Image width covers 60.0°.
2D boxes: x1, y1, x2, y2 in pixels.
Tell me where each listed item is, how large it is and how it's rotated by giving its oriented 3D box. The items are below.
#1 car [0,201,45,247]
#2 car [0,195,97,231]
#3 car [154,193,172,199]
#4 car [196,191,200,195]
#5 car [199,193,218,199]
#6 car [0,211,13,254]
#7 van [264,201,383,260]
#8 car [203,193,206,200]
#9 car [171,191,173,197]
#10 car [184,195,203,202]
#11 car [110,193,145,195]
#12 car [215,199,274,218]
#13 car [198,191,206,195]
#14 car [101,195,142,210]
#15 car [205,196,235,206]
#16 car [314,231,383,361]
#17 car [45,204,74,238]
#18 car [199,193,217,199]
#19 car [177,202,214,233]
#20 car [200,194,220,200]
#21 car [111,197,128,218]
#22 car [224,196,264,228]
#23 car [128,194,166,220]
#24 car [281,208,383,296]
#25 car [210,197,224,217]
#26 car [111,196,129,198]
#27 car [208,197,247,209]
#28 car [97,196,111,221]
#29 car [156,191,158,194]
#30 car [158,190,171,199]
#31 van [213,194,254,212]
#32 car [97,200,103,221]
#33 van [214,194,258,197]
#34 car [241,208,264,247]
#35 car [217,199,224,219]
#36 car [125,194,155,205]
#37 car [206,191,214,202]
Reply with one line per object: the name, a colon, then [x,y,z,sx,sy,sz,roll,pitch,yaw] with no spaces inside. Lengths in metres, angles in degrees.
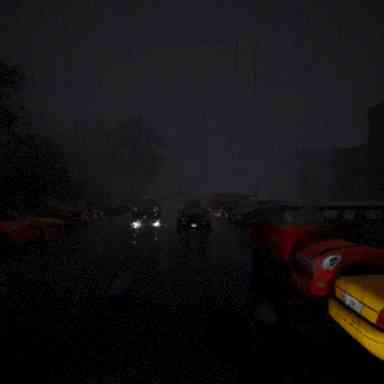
car: [-8.508,1.347,12.808,4.553,1.767,2.185,0,0,0]
car: [-8.512,1.215,18.380,5.566,2.045,2.435,0,0,0]
car: [-8.154,1.118,94.592,4.792,1.488,2.163,0,0,0]
car: [4.186,1.118,86.250,5.366,1.575,1.946,0,0,0]
car: [4.384,1.110,89.076,5.008,1.535,2.097,0,0,0]
car: [-8.534,1.475,10.024,5.008,1.535,2.097,0,0,0]
van: [4.657,1.250,9.983,4.442,1.987,1.878,0,0,0]
car: [4.725,1.401,51.796,5.366,1.575,1.946,0,0,0]
car: [-8.203,1.121,86.121,5.008,1.535,2.097,0,0,0]
car: [0.100,1.451,40.656,1.837,1.490,4.892,0,0,0]
car: [-8.568,1.181,37.748,5.566,2.045,2.435,0,0,0]
car: [4.546,1.450,29.530,4.892,1.521,2.231,0,0,0]
car: [4.320,1.185,77.771,4.792,1.488,2.163,0,0,0]
car: [-8.509,1.301,40.658,4.553,1.767,2.185,0,0,0]
car: [4.524,1.438,54.437,4.674,1.452,2.002,-1,0,0]
car: [4.726,1.475,4.479,5.366,1.575,1.946,0,0,0]
car: [-8.544,1.469,15.593,5.008,1.535,2.097,0,0,0]
car: [4.381,1.099,91.900,5.008,1.535,2.097,0,0,0]
car: [0.100,1.511,19.303,1.812,1.442,4.674,0,0,0]
car: [4.354,1.184,80.598,4.674,1.452,2.002,0,0,0]
car: [-8.510,1.478,29.518,4.792,1.488,2.163,0,0,0]
car: [4.571,1.338,21.179,4.553,1.767,2.185,0,0,0]
car: [-3.598,1.324,27.540,2.097,1.767,4.553,0,0,0]
car: [4.571,1.351,7.263,4.553,1.767,2.185,0,0,0]
car: [4.355,1.451,26.747,5.366,1.575,1.946,0,0,0]
car: [-8.545,1.443,32.305,5.008,1.535,2.097,0,0,0]
car: [4.569,1.450,43.446,4.792,1.488,2.163,0,0,0]
car: [-8.571,1.333,23.949,4.553,1.767,2.185,0,0,0]
car: [-8.569,1.152,51.798,5.566,2.045,2.435,0,0,0]
car: [-8.184,1.006,83.421,4.553,1.767,2.185,0,0,0]
van: [4.656,1.207,37.755,4.442,1.987,1.878,0,0,0]
car: [-8.546,1.464,21.164,4.892,1.521,2.231,0,0,0]
van: [4.657,1.218,32.313,4.442,1.987,1.878,0,0,0]
car: [4.569,1.502,12.830,4.792,1.488,2.163,0,0,0]
car: [4.534,1.460,23.964,4.892,1.521,2.231,0,0,0]
car: [-8.509,1.272,54.584,4.553,1.767,2.185,0,0,0]
car: [4.568,1.187,35.096,5.566,2.045,2.435,0,0,0]
